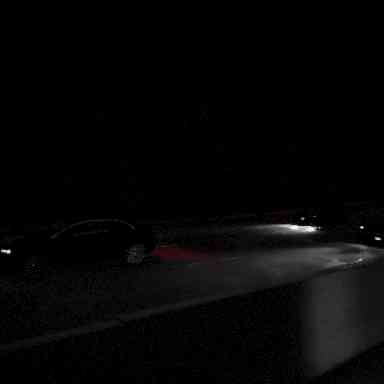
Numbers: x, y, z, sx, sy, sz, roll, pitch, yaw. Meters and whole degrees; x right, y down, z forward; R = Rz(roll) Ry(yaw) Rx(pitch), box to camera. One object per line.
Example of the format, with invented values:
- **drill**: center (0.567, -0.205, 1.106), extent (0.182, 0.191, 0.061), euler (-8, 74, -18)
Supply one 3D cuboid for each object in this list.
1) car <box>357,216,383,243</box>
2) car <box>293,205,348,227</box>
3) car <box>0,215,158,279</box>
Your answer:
- **car**: center (9.489, 1.621, 15.023), extent (4.718, 1.301, 1.895), euler (0, 0, -35)
- **car**: center (8.987, 1.576, 23.227), extent (4.181, 1.385, 1.994), euler (0, 0, -35)
- **car**: center (-3.399, 1.495, 10.158), extent (4.902, 1.511, 2.128), euler (0, 0, -35)
